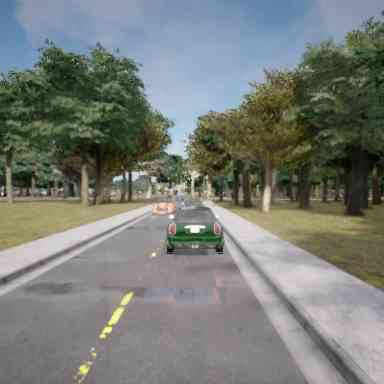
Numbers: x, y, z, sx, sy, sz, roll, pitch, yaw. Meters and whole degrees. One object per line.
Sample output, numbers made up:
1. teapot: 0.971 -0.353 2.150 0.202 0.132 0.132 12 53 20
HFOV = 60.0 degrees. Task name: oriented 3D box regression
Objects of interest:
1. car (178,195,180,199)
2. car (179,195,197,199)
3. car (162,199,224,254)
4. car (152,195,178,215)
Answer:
1. car: -2.719 1.379 76.071 1.882 1.535 5.008 0 0 0
2. car: 0.115 1.366 30.522 2.097 1.767 4.553 0 0 0
3. car: 0.107 1.358 13.748 2.097 1.767 4.553 0 0 0
4. car: -2.829 1.367 33.844 2.097 1.767 4.553 0 0 0
